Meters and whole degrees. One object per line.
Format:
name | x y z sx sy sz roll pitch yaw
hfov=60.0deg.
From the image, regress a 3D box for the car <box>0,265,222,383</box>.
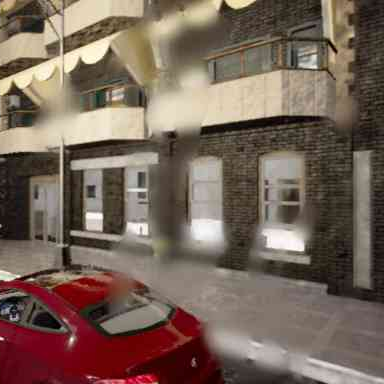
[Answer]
car | -1.640 1.581 4.045 4.206 1.307 1.802 0 0 35
